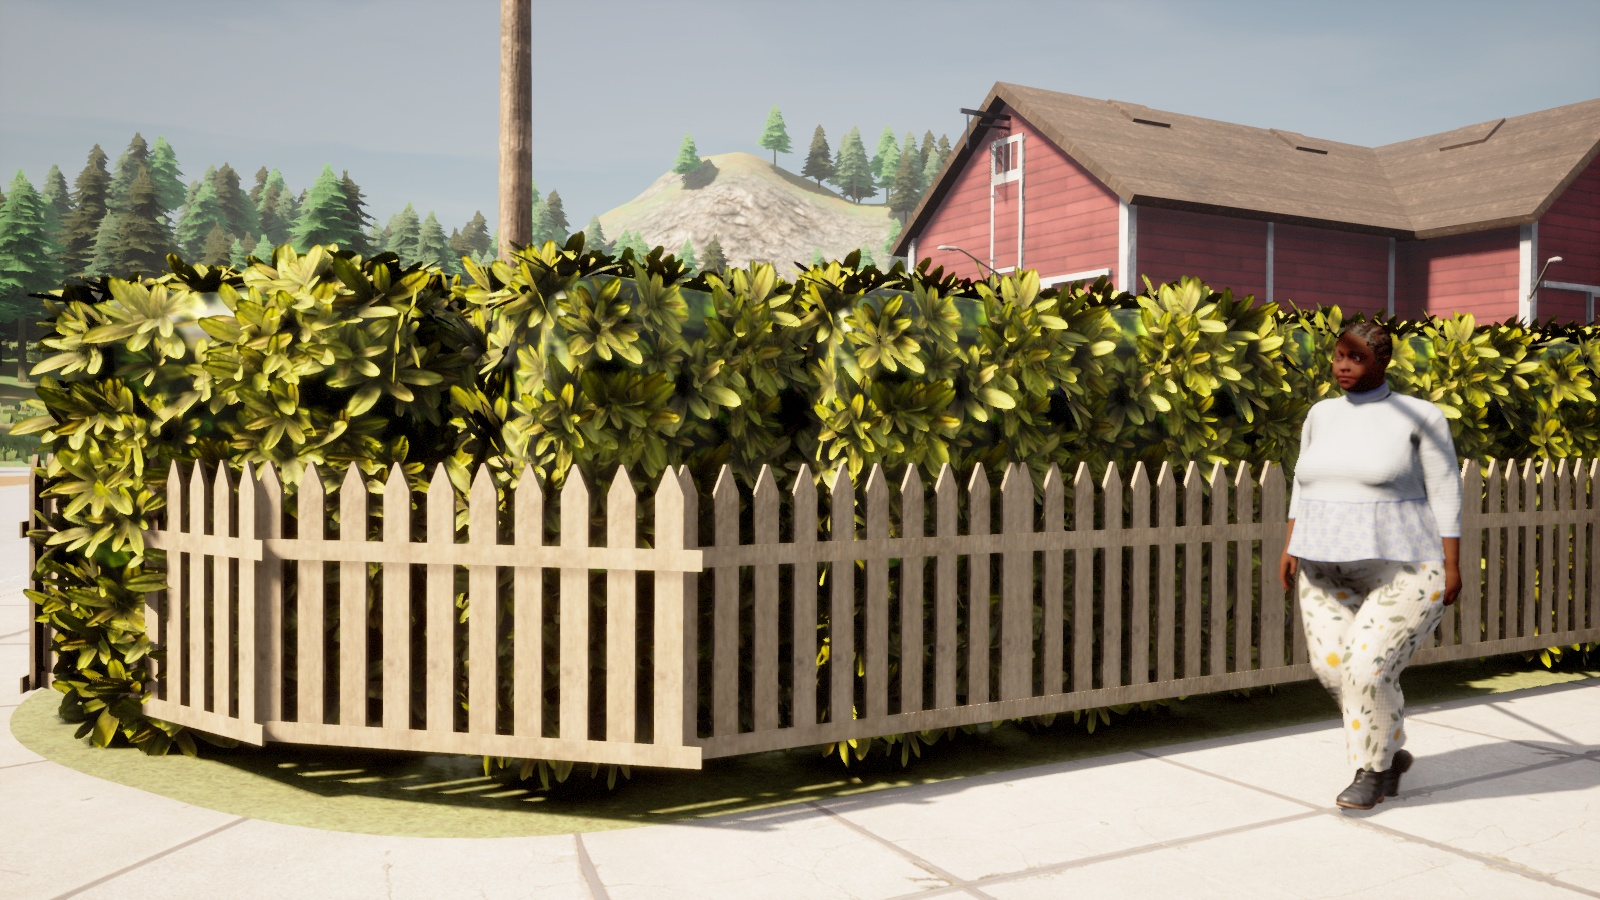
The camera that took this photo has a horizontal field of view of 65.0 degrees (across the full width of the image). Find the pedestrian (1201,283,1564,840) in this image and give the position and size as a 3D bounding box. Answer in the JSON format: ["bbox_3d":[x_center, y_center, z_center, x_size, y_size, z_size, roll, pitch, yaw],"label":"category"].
[{"bbox_3d":[2.194,0.362,4.776,0.900,1.855,0.874,-1,1,-29],"label":"pedestrian"}]

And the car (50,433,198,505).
[{"bbox_3d":[-16.419,0.387,30.807,1.801,1.575,5.366,-1,1,-13],"label":"car"}]
